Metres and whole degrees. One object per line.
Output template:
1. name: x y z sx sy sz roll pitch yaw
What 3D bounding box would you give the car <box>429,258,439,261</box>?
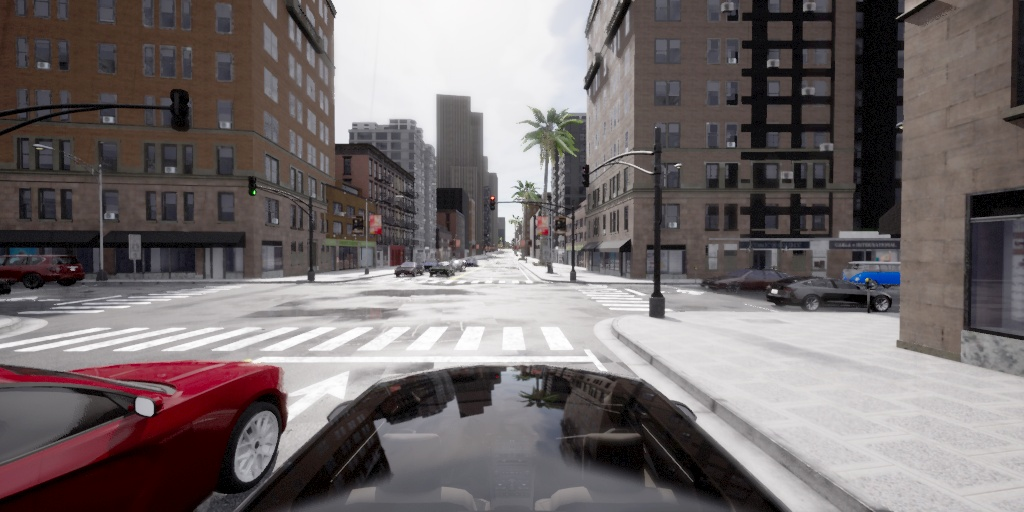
1. car: -10.152 1.090 45.226 2.097 1.767 4.553 0 0 0

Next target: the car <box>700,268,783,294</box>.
1. car: 13.923 1.417 20.696 5.357 1.411 2.033 0 1 0

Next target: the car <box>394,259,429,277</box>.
1. car: -10.086 1.289 35.695 2.033 1.411 5.357 0 0 -1

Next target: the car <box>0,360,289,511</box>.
1. car: -3.144 1.228 1.516 1.882 1.535 5.008 0 0 1

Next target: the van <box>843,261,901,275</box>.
1. van: 23.850 1.251 23.288 3.998 1.789 1.690 0 0 0

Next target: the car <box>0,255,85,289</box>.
1. car: -27.271 0.836 19.962 5.009 1.841 2.192 0 0 -9

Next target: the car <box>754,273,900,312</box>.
1. car: 12.869 1.513 14.747 4.313 1.339 1.948 0 0 0

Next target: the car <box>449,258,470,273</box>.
1. car: -6.895 1.229 44.565 2.128 1.511 4.902 0 0 0

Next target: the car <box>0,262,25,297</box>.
1. car: -24.026 1.125 14.627 4.892 1.490 1.837 1 1 -9

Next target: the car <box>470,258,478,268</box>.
1. car: -6.984 1.070 61.351 2.097 1.767 4.553 0 0 0

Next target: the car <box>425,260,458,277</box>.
1. car: -6.832 1.343 35.367 1.895 1.301 4.718 0 0 0
